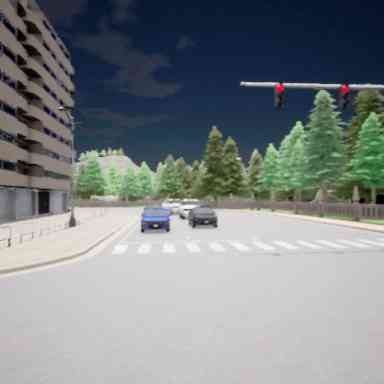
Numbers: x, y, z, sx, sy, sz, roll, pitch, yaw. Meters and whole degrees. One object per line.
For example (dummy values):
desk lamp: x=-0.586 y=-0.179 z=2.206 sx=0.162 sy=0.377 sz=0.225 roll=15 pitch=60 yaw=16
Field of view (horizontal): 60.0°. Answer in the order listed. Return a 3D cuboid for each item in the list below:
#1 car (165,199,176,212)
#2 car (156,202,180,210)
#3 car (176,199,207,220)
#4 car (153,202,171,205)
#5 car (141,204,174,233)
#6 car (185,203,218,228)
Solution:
car: x=-2.403 y=1.997 z=46.071 sx=2.150 sy=2.045 sz=5.566 roll=0 pitch=-1 yaw=-21
car: x=-4.583 y=2.593 z=63.137 sx=4.892 sy=1.490 sz=1.837 roll=-2 pitch=-1 yaw=45
car: x=-0.115 y=1.794 z=35.570 sx=2.150 sy=2.045 sz=5.566 roll=-1 pitch=-1 yaw=-7
car: x=-3.304 y=2.062 z=32.398 sx=1.837 sy=1.490 sz=4.892 roll=-1 pitch=-1 yaw=-6
car: x=-2.458 y=1.869 z=23.134 sx=1.882 sy=1.535 sz=5.008 roll=-1 pitch=-1 yaw=-5
car: x=0.813 y=1.876 z=25.880 sx=1.882 sy=1.535 sz=5.008 roll=-1 pitch=-1 yaw=-5
